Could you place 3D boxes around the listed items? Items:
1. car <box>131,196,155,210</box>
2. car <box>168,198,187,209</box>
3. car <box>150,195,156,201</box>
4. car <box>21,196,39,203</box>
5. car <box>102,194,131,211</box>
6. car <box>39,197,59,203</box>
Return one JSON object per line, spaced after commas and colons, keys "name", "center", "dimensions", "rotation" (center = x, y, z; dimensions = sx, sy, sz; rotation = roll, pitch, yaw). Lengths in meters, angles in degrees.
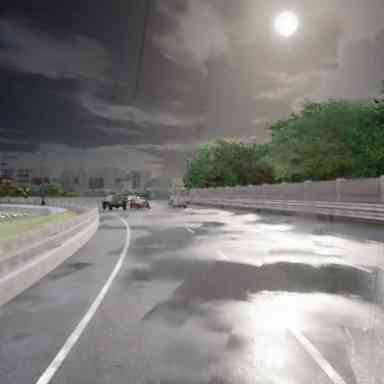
{"name": "car", "center": [-7.217, 1.615, 45.869], "dimensions": [1.812, 1.442, 4.674], "rotation": [-1, 0, -28]}
{"name": "car", "center": [-2.088, 1.574, 45.997], "dimensions": [2.033, 1.411, 5.357], "rotation": [-1, 0, -14]}
{"name": "car", "center": [-10.999, 1.665, 92.704], "dimensions": [1.837, 1.490, 4.892], "rotation": [-1, -1, -6]}
{"name": "car", "center": [-37.898, 1.820, 78.890], "dimensions": [4.553, 1.767, 2.097], "rotation": [-1, 0, 38]}
{"name": "car", "center": [-10.320, 1.351, 44.280], "dimensions": [2.150, 2.045, 5.566], "rotation": [-1, 0, -28]}
{"name": "car", "center": [-33.873, 1.941, 80.132], "dimensions": [4.902, 1.511, 2.128], "rotation": [-1, 0, 38]}
